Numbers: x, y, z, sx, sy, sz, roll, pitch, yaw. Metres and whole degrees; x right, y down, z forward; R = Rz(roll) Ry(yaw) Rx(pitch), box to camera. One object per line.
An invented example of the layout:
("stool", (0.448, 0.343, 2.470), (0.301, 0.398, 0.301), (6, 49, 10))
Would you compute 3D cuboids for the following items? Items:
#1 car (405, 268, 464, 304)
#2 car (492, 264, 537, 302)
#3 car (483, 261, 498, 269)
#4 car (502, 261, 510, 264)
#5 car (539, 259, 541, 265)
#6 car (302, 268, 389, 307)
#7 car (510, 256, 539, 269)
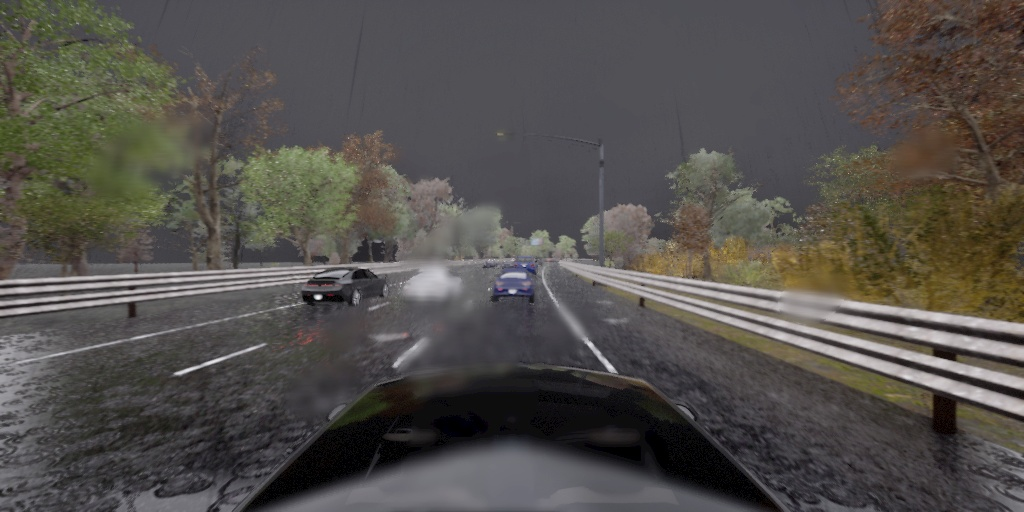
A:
("car", (-3.405, 1.283, 16.317), (1.812, 1.442, 4.674), (0, 0, 3))
("car", (0.139, 1.296, 17.134), (1.812, 1.442, 4.674), (0, 0, 3))
("car", (-3.509, 1.435, 60.416), (1.895, 1.301, 4.718), (0, 0, 6))
("car", (-0.543, 1.433, 55.102), (1.895, 1.301, 4.718), (0, 0, 6))
("car", (3.240, 1.451, 57.709), (1.895, 1.301, 4.718), (0, 0, 6))
("car", (-6.954, 1.249, 15.506), (1.837, 1.490, 4.892), (0, 0, 3))
("car", (1.326, 1.026, 36.082), (2.150, 2.045, 5.566), (0, 0, 4))
